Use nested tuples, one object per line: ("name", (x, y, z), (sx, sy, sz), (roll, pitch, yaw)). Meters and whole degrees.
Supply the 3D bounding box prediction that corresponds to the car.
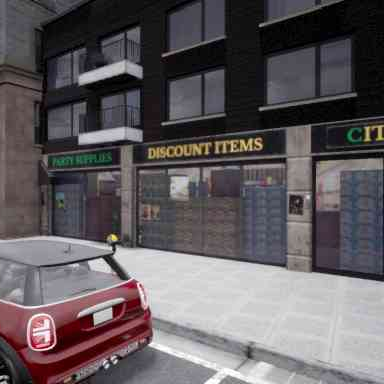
("car", (-2.593, 1.441, 4.924), (4.097, 1.590, 1.967), (0, 0, 35))
